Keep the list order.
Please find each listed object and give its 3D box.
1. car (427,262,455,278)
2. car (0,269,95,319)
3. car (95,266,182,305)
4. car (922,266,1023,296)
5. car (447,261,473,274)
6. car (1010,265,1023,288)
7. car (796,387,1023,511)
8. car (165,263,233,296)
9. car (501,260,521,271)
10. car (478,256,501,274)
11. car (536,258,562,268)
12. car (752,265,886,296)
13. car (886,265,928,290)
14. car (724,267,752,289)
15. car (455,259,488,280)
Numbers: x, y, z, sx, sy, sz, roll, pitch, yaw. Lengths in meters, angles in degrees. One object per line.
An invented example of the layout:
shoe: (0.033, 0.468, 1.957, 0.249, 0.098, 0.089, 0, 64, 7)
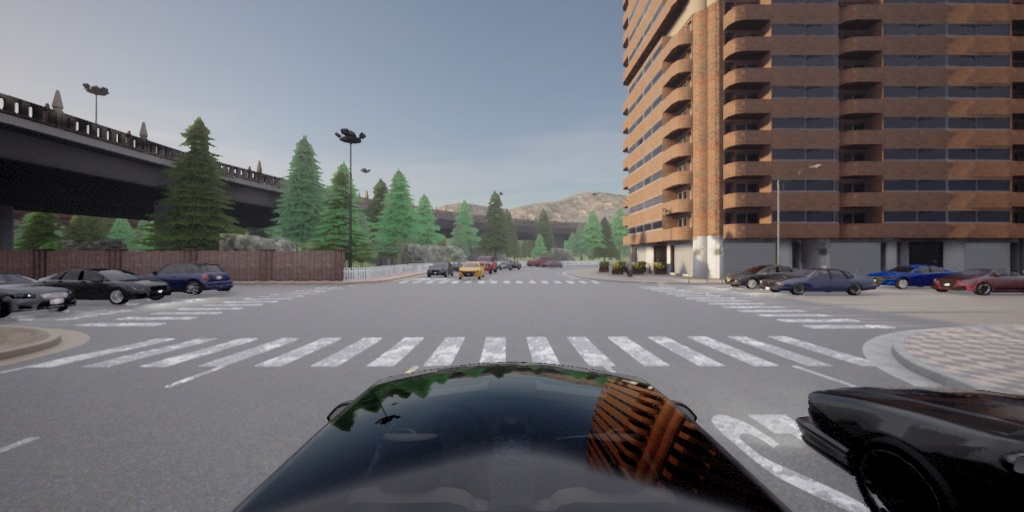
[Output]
car: (-6.928, 1.310, 35.189, 1.837, 1.490, 4.892, 0, 0, 2)
car: (-18.286, 1.315, 12.475, 4.902, 1.511, 2.128, 0, 0, 0)
car: (-18.142, 1.334, 15.994, 4.892, 1.490, 1.837, 0, 0, -1)
car: (25.888, 1.399, 19.672, 4.181, 1.385, 1.994, 0, 0, 1)
car: (-6.284, 1.383, 44.080, 1.994, 1.385, 4.181, 0, 0, 9)
car: (36.075, 1.332, 23.153, 4.902, 1.511, 2.128, 0, 0, 0)
car: (3.591, 1.296, 0.858, 2.033, 1.411, 5.357, 0, 0, 0)
car: (-17.990, 1.187, 19.513, 4.553, 1.767, 2.097, 0, 0, 2)
car: (-0.257, 1.325, 52.456, 2.128, 1.511, 4.902, 0, 0, 26)
car: (-3.128, 1.038, 42.461, 2.150, 2.045, 5.566, 0, 0, 7)
car: (6.832, 1.413, 62.156, 4.181, 1.385, 1.994, 0, 0, -42)
car: (16.658, 1.382, 19.658, 5.357, 1.411, 2.033, 0, 0, 0)
car: (25.891, 1.318, 23.175, 5.008, 1.535, 1.882, 0, 0, 0)
car: (16.409, 1.345, 23.178, 4.892, 1.490, 1.837, 0, 0, 0)
car: (-3.600, 1.278, 32.537, 1.882, 1.535, 5.008, 0, 0, 1)
